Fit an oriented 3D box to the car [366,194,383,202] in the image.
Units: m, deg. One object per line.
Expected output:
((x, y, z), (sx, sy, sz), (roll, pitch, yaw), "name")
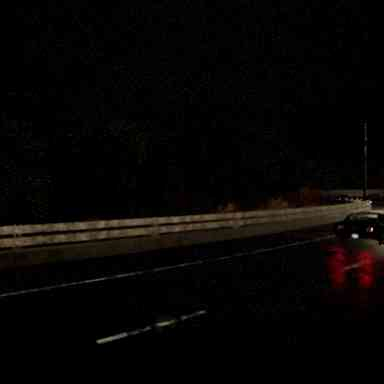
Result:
((38.331, 1.244, 70.772), (2.097, 1.767, 4.553), (0, 0, 10), "car")

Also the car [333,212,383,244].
((8.606, 1.609, 15.911), (4.718, 1.301, 1.895), (0, 0, -45), "car")
